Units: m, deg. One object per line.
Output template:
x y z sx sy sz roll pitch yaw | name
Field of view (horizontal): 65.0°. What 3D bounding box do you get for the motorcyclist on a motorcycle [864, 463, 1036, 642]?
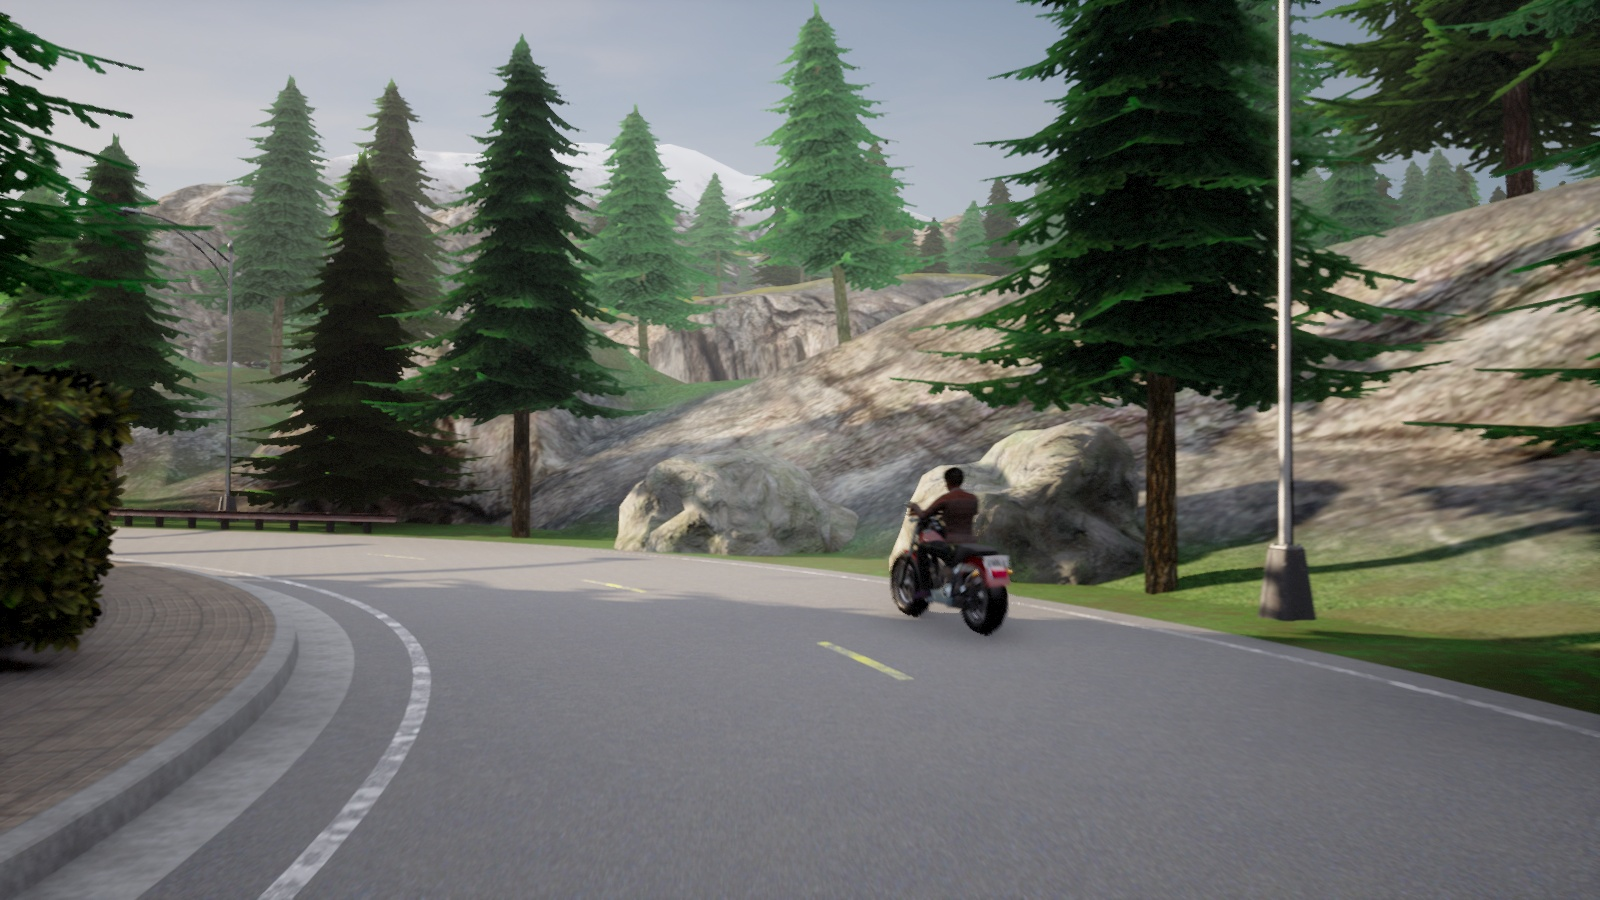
1.469 0.974 12.859 0.766 1.649 2.350 0 -1 -20 | motorcyclist on a motorcycle
